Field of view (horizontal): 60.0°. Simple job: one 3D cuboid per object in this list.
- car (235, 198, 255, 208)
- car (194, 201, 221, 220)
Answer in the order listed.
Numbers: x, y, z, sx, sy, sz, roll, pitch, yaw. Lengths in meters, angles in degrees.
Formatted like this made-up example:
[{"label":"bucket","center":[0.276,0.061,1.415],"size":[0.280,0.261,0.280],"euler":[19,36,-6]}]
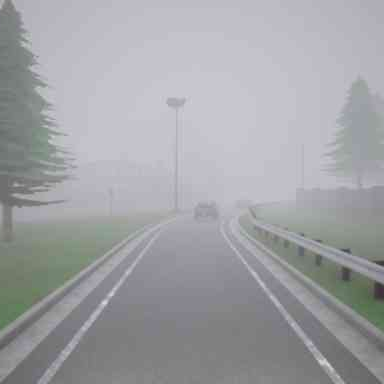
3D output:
[{"label":"car","center":[7.574,1.595,47.443],"size":[1.994,1.385,4.181],"euler":[0,0,24]},{"label":"car","center":[1.397,1.511,28.718],"size":[2.128,1.511,4.902],"euler":[0,0,10]}]
